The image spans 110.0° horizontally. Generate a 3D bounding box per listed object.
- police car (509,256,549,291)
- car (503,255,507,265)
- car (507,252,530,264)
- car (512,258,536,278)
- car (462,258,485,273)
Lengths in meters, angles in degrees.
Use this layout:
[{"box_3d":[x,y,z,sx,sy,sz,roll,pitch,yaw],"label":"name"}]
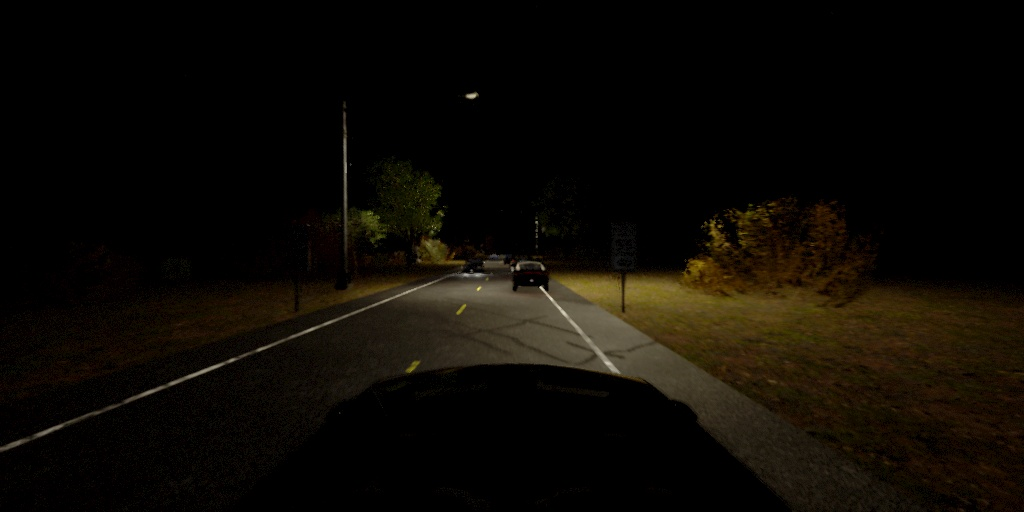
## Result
[{"box_3d":[0.959,0.983,20.460,1.930,1.638,5.238,0,1,0],"label":"police car"},{"box_3d":[-0.310,0.686,56.789,1.812,1.442,4.674,0,1,0],"label":"car"},{"box_3d":[0.854,0.614,36.376,2.150,2.045,5.566,0,1,0],"label":"car"},{"box_3d":[0.895,0.961,30.349,1.837,1.490,4.892,0,1,0],"label":"car"},{"box_3d":[-3.766,0.950,36.085,2.033,1.411,5.357,0,1,0],"label":"car"}]
